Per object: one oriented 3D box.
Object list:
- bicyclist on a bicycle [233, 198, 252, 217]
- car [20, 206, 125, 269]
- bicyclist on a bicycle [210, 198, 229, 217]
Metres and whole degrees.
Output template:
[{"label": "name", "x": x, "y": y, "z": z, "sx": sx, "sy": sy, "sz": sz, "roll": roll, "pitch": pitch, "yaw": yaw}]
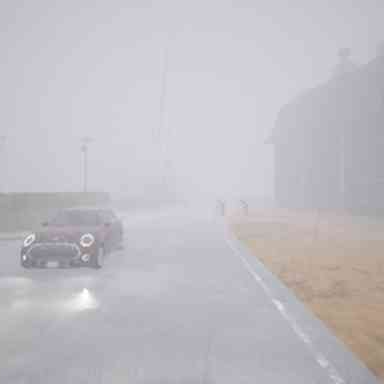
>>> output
[{"label": "bicyclist on a bicycle", "x": 4.321, "y": 1.349, "z": 28.357, "sx": 1.656, "sy": 1.620, "sz": 0.582, "roll": 0, "pitch": 0, "yaw": 8}, {"label": "car", "x": -3.635, "y": 1.305, "z": 10.933, "sx": 2.097, "sy": 1.767, "sz": 4.553, "roll": 0, "pitch": 0, "yaw": 0}, {"label": "bicyclist on a bicycle", "x": 2.397, "y": 1.353, "z": 29.022, "sx": 1.656, "sy": 1.620, "sz": 0.582, "roll": 0, "pitch": 0, "yaw": 8}]
